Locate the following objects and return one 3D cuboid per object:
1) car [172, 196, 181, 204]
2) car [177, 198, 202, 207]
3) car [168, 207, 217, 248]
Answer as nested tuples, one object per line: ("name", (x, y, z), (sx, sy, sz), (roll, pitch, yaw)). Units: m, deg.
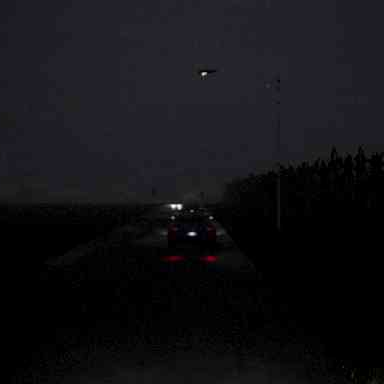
("car", (-2.749, 1.439, 61.660), (2.128, 1.511, 4.902), (0, 0, 0))
("car", (0.001, 1.538, 29.655), (1.994, 1.385, 4.181), (0, 0, 0))
("car", (0.000, 1.560, 14.653), (1.994, 1.385, 4.181), (0, 0, 0))
